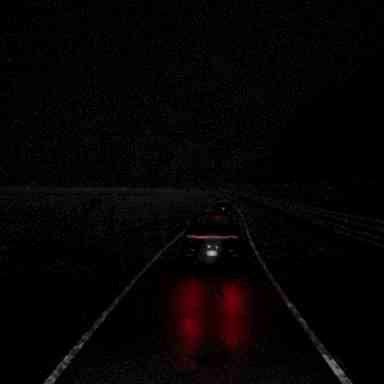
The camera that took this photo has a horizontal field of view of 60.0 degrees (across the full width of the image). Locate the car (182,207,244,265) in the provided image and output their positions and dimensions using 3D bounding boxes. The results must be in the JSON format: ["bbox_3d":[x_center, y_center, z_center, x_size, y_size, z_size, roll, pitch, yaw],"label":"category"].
[{"bbox_3d":[0.763,1.479,11.623,2.128,1.511,4.902,0,0,5],"label":"car"}]

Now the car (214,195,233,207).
[{"bbox_3d":[3.325,1.416,35.181,1.812,1.442,4.674,0,1,6],"label":"car"}]

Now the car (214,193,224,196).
[{"bbox_3d":[4.954,0.930,59.106,1.882,1.535,5.008,0,2,3],"label":"car"}]
